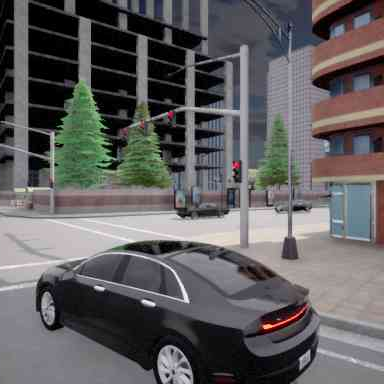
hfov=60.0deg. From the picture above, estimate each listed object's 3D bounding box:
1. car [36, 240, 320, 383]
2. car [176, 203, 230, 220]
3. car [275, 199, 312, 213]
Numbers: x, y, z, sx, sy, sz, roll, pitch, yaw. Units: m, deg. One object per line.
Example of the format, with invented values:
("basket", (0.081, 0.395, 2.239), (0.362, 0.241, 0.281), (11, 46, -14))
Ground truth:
("car", (-0.634, 1.505, 5.094), (4.892, 1.490, 1.837), (0, 0, 41))
("car", (0.964, 1.656, 29.152), (4.718, 1.301, 1.895), (0, 0, -35))
("car", (11.099, 1.546, 36.369), (4.902, 1.511, 2.128), (0, 0, -35))
